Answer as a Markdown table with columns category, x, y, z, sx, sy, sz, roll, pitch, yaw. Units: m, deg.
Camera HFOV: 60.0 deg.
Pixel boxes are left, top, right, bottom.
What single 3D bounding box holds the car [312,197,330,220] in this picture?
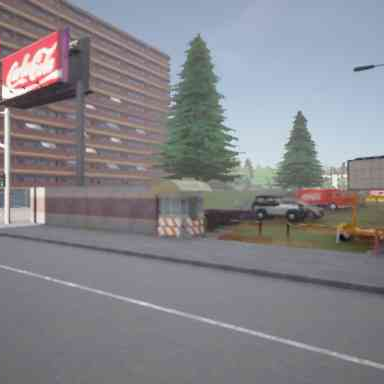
| category | x | y | z | sx | sy | sz | roll | pitch | yaw |
| --- | --- | --- | --- | --- | --- | --- | --- | --- | --- |
| car | 8.189 | 1.352 | 26.141 | 4.193 | 1.474 | 1.816 | 0 | 0 | 35 |

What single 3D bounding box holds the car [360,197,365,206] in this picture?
| category | x | y | z | sx | sy | sz | roll | pitch | yaw |
| --- | --- | --- | --- | --- | --- | --- | --- | --- | --- |
| car | 23.664 | 1.300 | 49.890 | 3.988 | 1.617 | 1.851 | 0 | 0 | 35 |

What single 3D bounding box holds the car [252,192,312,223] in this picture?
| category | x | y | z | sx | sy | sz | roll | pitch | yaw |
| --- | --- | --- | --- | --- | --- | --- | --- | --- | --- |
| car | 6.251 | 1.163 | 24.083 | 3.866 | 1.878 | 1.905 | 0 | 0 | 35 |

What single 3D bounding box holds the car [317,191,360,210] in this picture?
| category | x | y | z | sx | sy | sz | roll | pitch | yaw |
| --- | --- | --- | --- | --- | --- | --- | --- | --- | --- |
| car | 20.541 | 1.132 | 46.612 | 4.605 | 1.855 | 1.932 | 0 | 0 | 35 |
